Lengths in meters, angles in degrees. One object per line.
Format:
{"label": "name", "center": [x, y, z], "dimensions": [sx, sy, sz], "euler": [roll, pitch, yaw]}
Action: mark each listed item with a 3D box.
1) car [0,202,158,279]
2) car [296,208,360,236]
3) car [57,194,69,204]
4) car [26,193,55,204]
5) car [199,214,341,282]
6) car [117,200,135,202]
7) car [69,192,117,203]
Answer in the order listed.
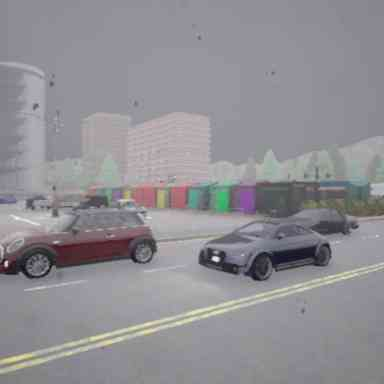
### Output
{"label": "car", "center": [-3.394, 1.352, 10.154], "dimensions": [4.553, 1.767, 2.097], "euler": [0, 0, -35]}
{"label": "car", "center": [6.494, 1.555, 17.159], "dimensions": [5.357, 1.411, 2.033], "euler": [0, 0, -35]}
{"label": "car", "center": [-15.787, 1.364, 40.948], "dimensions": [1.784, 1.438, 3.905], "euler": [0, 0, -37]}
{"label": "car", "center": [-18.139, 1.152, 39.257], "dimensions": [1.932, 1.855, 4.605], "euler": [0, 0, -37]}
{"label": "car", "center": [2.250, 1.568, 9.862], "dimensions": [4.181, 1.385, 1.994], "euler": [0, 0, -35]}
{"label": "car", "center": [-5.266, 1.399, 27.005], "dimensions": [1.970, 1.475, 3.806], "euler": [0, 0, -37]}
{"label": "car", "center": [-7.585, 1.158, 25.272], "dimensions": [1.905, 1.878, 3.866], "euler": [0, 0, -37]}
